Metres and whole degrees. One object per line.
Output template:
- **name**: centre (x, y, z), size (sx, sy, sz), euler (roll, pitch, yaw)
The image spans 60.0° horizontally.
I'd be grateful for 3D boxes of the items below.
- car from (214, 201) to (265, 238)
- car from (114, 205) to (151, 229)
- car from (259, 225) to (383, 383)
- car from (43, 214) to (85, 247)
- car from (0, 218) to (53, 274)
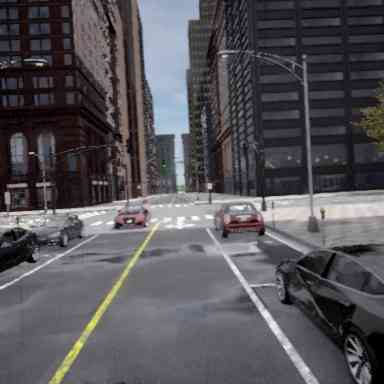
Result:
- **car**: centre (2.129, 1.161, 16.036), size (1.967, 1.590, 4.097), euler (-4, 1, -2)
- **car**: centre (-3.822, 1.563, 21.843), size (1.994, 1.385, 4.181), euler (-3, 1, -2)
- **car**: centre (2.533, 1.374, 4.772), size (1.947, 1.339, 4.313), euler (-4, 1, -2)
- **car**: centre (-6.371, 1.752, 15.740), size (2.008, 1.369, 4.403), euler (-4, 1, -2)
- **car**: centre (-6.171, 1.811, 10.107), size (1.947, 1.339, 4.313), euler (-4, 1, -2)
